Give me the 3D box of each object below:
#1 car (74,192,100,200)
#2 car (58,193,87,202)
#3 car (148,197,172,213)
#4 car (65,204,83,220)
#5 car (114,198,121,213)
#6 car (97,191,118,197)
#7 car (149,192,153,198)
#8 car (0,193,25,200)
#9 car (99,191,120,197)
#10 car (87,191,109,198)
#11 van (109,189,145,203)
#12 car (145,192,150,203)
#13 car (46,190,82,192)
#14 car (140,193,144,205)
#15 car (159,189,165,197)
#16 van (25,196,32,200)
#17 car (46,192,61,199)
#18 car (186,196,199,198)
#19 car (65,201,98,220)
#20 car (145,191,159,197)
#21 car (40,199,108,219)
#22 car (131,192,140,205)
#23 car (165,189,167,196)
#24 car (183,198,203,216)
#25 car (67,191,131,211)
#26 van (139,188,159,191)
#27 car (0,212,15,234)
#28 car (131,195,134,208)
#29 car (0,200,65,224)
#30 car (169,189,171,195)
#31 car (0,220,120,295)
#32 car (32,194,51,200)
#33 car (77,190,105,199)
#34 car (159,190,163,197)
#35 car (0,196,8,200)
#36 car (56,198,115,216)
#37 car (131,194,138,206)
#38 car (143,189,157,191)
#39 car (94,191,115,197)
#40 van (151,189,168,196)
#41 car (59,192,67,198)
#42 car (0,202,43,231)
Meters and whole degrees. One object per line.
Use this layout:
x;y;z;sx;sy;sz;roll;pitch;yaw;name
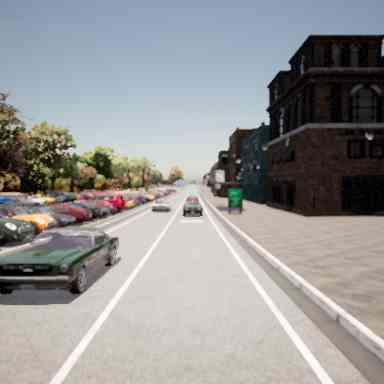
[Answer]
-22.446;0.840;71.243;5.008;1.535;2.097;0;1;0;car
-22.510;1.029;62.891;4.674;1.452;2.002;0;1;0;car
-3.317;1.513;36.699;1.895;1.301;4.718;0;1;1;car
-9.759;1.666;21.050;4.674;1.452;2.002;0;0;0;car
-9.666;1.549;32.201;4.674;1.452;2.002;0;1;0;car
-22.316;0.531;87.951;5.008;1.535;2.097;0;1;0;car
-9.488;1.138;54.462;5.008;1.535;2.097;0;1;0;car
-22.676;1.162;37.826;5.566;2.045;2.435;0;1;0;car
-22.475;0.478;90.612;5.366;1.575;1.946;0;1;0;car
-22.407;0.562;79.596;4.553;1.767;2.185;0;1;0;car
-9.654;1.006;48.894;4.442;1.987;1.878;0;1;0;van
-9.521;1.185;51.680;5.008;1.535;2.097;0;1;0;car
-22.523;0.836;57.318;5.566;2.045;2.435;0;1;0;car
-9.565;1.280;46.114;4.892;1.521;2.231;0;1;0;car
-9.287;0.618;76.722;4.553;1.767;2.185;0;1;0;car
-22.566;1.141;40.610;4.442;1.987;1.878;0;1;0;van
-22.622;1.228;48.968;5.008;1.535;2.097;0;1;0;car
0.094;1.256;50.120;1.994;1.385;4.181;0;1;0;car
-9.728;1.608;23.839;5.008;1.535;2.097;0;0;0;car
-9.264;1.039;60.027;5.366;1.575;1.946;0;1;0;car
-9.707;1.583;26.628;5.008;1.535;2.097;0;1;0;car
-9.551;1.201;43.204;4.553;1.767;2.185;0;1;0;car
-9.460;0.637;82.293;5.366;1.575;1.946;0;1;0;car
0.074;1.571;32.857;1.895;1.301;4.718;0;1;0;car
-9.675;1.211;34.979;5.566;2.045;2.435;0;1;0;car
-9.289;0.720;65.527;4.442;1.987;1.878;0;1;0;van
-9.851;1.656;12.694;4.792;1.488;2.163;0;0;0;car
-9.619;1.417;37.765;5.008;1.535;2.097;0;1;0;car
-9.809;1.509;18.262;4.553;1.767;2.185;0;0;0;car
-9.180;0.231;90.635;5.566;2.045;2.435;0;1;0;car
-3.367;1.668;9.038;1.895;1.301;4.718;0;0;0;car
-22.641;1.315;46.184;4.674;1.452;2.002;0;1;0;car
-22.392;0.539;74.025;5.566;2.045;2.435;0;1;0;car
-9.343;0.834;73.944;4.674;1.452;2.002;0;1;0;car
-22.912;1.456;35.047;5.366;1.575;1.946;0;1;0;car
-9.661;1.579;29.415;4.792;1.488;2.163;0;1;0;car
-9.788;1.368;40.550;5.366;1.575;1.946;0;1;0;car
-9.397;0.868;62.809;4.553;1.767;2.185;0;1;0;car
-22.302;0.613;85.166;4.792;1.488;2.163;0;1;0;car
-9.072;0.206;93.293;4.442;1.987;1.878;0;1;0;van
-22.602;1.182;51.753;4.892;1.521;2.231;0;1;0;car
-9.831;1.510;15.482;4.553;1.767;2.185;0;0;0;car
